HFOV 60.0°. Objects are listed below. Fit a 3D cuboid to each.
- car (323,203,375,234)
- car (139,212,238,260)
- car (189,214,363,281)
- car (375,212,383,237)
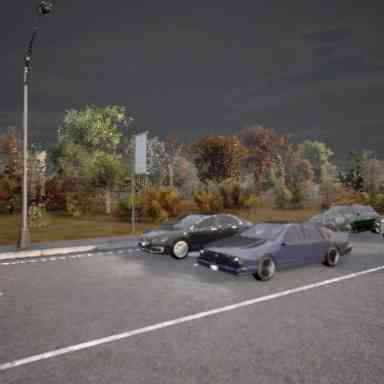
[{"bbox_3d":[8.563,1.459,18.581,4.553,1.767,2.097,0,0,-36],"label":"car"},{"bbox_3d":[0.339,1.551,12.762,4.892,1.490,1.837,0,0,-35],"label":"car"},{"bbox_3d":[2.755,1.597,10.186,5.357,1.411,2.033,0,0,-35],"label":"car"},{"bbox_3d":[11.524,1.662,16.394,5.357,1.411,2.033,0,0,-36],"label":"car"}]
